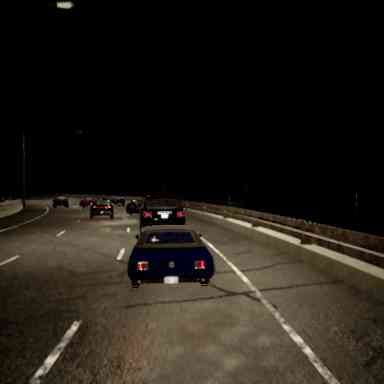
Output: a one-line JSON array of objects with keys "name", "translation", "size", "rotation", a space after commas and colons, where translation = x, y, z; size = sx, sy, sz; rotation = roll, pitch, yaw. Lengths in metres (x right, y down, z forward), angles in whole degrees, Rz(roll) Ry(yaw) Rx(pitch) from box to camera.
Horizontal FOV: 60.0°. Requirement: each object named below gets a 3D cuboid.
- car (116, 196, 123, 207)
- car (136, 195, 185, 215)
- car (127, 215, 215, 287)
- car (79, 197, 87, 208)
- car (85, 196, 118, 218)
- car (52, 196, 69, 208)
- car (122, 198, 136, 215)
[{"name": "car", "translation": [-10.451, 1.351, 45.979], "size": [2.128, 1.511, 4.902], "rotation": [0, 0, -25]}, {"name": "car", "translation": [-1.706, 1.169, 17.703], "size": [2.150, 2.045, 5.566], "rotation": [0, 1, -10]}, {"name": "car", "translation": [-0.651, 1.572, 9.257], "size": [1.895, 1.301, 4.718], "rotation": [0, 0, -6]}, {"name": "car", "translation": [-14.325, 1.427, 46.000], "size": [1.994, 1.385, 4.181], "rotation": [0, 0, -27]}, {"name": "car", "translation": [-7.816, 1.406, 28.841], "size": [2.128, 1.511, 4.902], "rotation": [0, 0, -15]}, {"name": "car", "translation": [-18.229, 1.354, 46.037], "size": [2.128, 1.511, 4.902], "rotation": [0, 0, -26]}, {"name": "car", "translation": [-5.409, 1.463, 32.906], "size": [1.994, 1.385, 4.181], "rotation": [0, 0, -17]}]
